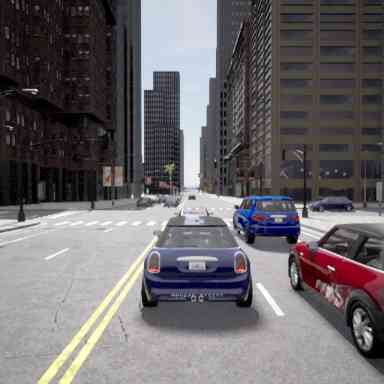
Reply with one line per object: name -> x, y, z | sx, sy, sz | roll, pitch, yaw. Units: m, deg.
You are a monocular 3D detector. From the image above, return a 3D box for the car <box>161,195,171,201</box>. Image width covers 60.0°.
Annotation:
car -> -6.520, 1.458, 83.395 | 2.128, 1.511, 4.902 | 0, 0, 0

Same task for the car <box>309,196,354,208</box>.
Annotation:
car -> 15.344, 1.271, 36.907 | 4.553, 1.767, 2.097 | 0, 1, -1

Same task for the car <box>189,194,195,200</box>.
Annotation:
car -> -0.021, 1.440, 91.569 | 1.837, 1.490, 4.892 | 0, 0, 0

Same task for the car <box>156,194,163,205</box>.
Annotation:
car -> -6.596, 1.515, 58.934 | 1.994, 1.385, 4.181 | 0, 0, 0

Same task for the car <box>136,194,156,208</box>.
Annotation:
car -> -6.733, 1.463, 47.451 | 1.837, 1.490, 4.892 | 0, 0, 2

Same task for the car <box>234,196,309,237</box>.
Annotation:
car -> 3.348, 1.208, 15.863 | 2.150, 2.045, 5.566 | 0, 0, -2

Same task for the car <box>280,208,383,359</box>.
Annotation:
car -> 3.343, 1.348, 6.152 | 2.097, 1.767, 4.553 | 0, 0, 0

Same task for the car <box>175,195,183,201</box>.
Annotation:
car -> -3.270, 1.523, 85.033 | 1.895, 1.301, 4.718 | 0, 0, 0

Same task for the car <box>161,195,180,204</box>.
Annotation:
car -> -3.049, 1.484, 47.030 | 1.812, 1.442, 4.674 | 0, 0, -5

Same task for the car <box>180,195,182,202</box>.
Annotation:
car -> -3.339, 1.476, 60.129 | 1.812, 1.442, 4.674 | 0, 0, 0

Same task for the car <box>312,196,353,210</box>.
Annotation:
car -> 16.670, 1.316, 39.608 | 4.097, 1.590, 1.967 | 0, 1, 0

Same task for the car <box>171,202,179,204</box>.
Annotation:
car -> 0.089, 1.477, 17.048 | 2.128, 1.511, 4.902 | 0, 0, 0

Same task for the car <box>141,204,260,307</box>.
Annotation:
car -> 0.094, 1.346, 8.111 | 2.097, 1.767, 4.553 | 0, 0, 0
